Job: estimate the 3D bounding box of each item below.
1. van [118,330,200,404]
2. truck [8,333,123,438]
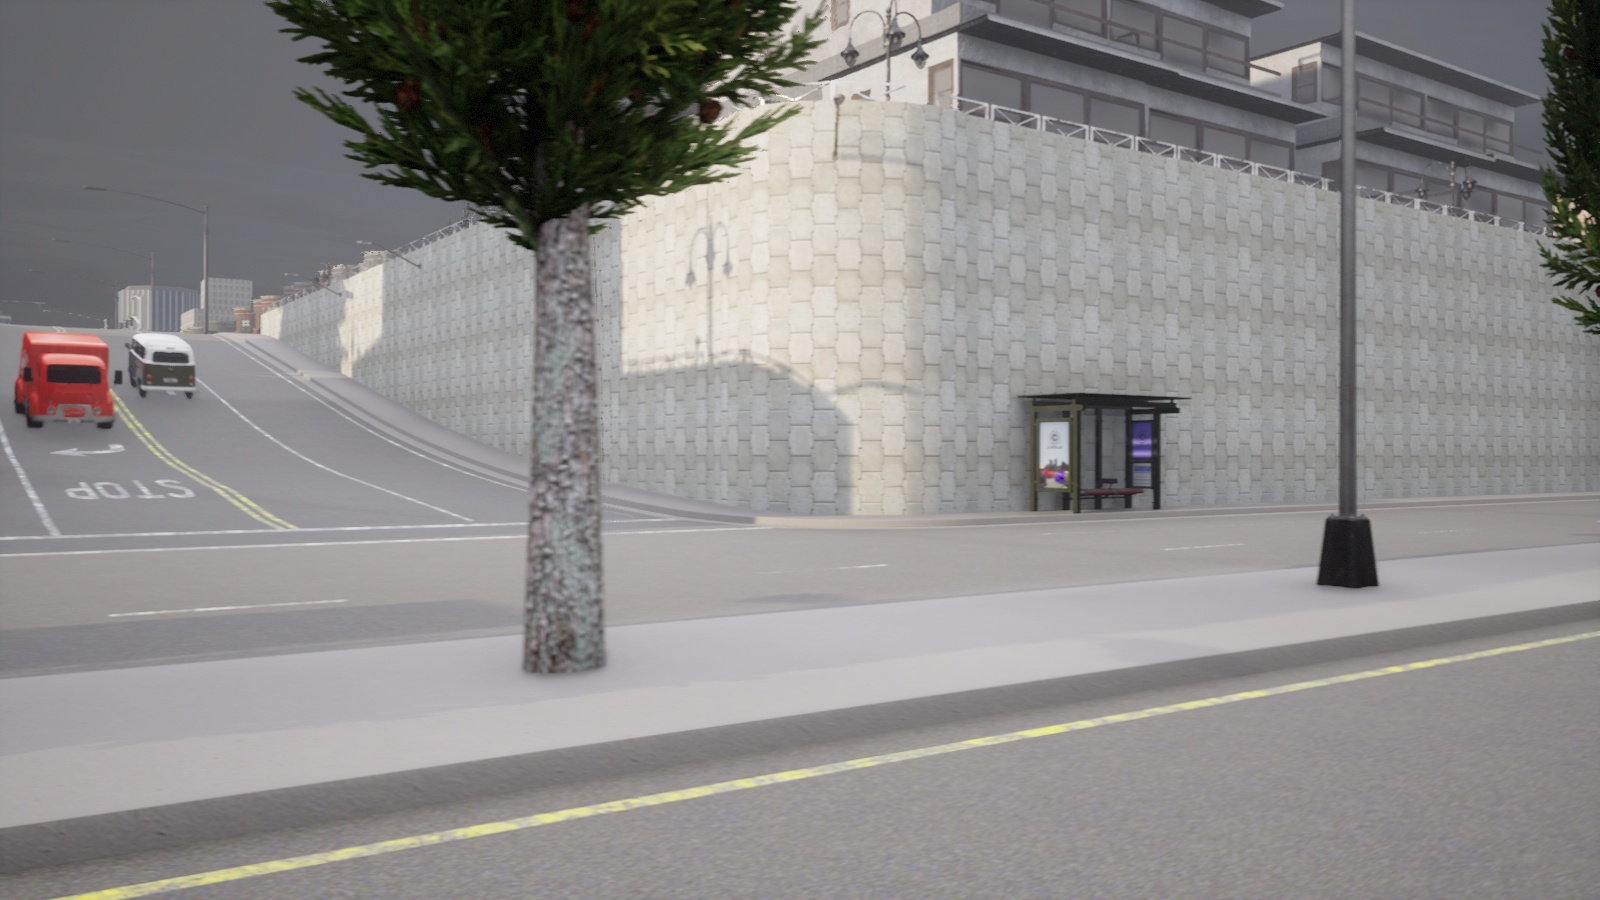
[{"bbox_3d":[-23.463,-3.063,45.882,2.069,2.038,4.480,0,11,-35],"label":"van"},{"bbox_3d":[-22.487,-2.018,38.325,2.627,2.467,5.204,0,10,-35],"label":"truck"}]
